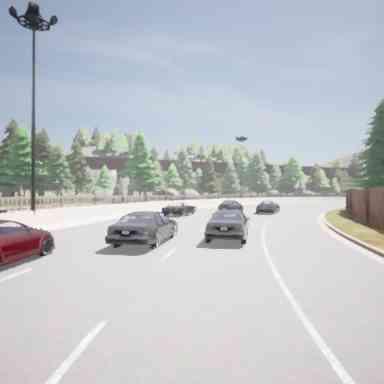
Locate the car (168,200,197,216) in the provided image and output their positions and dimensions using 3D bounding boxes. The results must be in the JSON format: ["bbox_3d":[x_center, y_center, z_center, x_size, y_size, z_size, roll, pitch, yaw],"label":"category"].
[{"bbox_3d":[-1.111,1.596,31.496,1.895,1.301,4.718,0,0,20],"label":"car"}]

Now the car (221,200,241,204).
[{"bbox_3d":[4.098,1.543,35.114,1.812,1.442,4.674,0,0,23],"label":"car"}]

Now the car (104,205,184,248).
[{"bbox_3d":[-2.006,1.539,14.685,2.033,1.411,5.357,0,0,10],"label":"car"}]

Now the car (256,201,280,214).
[{"bbox_3d":[8.260,1.600,35.876,1.994,1.385,4.181,0,0,24],"label":"car"}]

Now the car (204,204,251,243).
[{"bbox_3d":[1.807,1.555,16.119,2.033,1.411,5.357,0,0,11],"label":"car"}]

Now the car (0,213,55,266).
[{"bbox_3d":[-6.098,1.538,10.365,1.994,1.385,4.181,0,0,6],"label":"car"}]

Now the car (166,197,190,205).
[{"bbox_3d":[-2.465,1.590,59.981,1.895,1.301,4.718,0,0,34],"label":"car"}]
